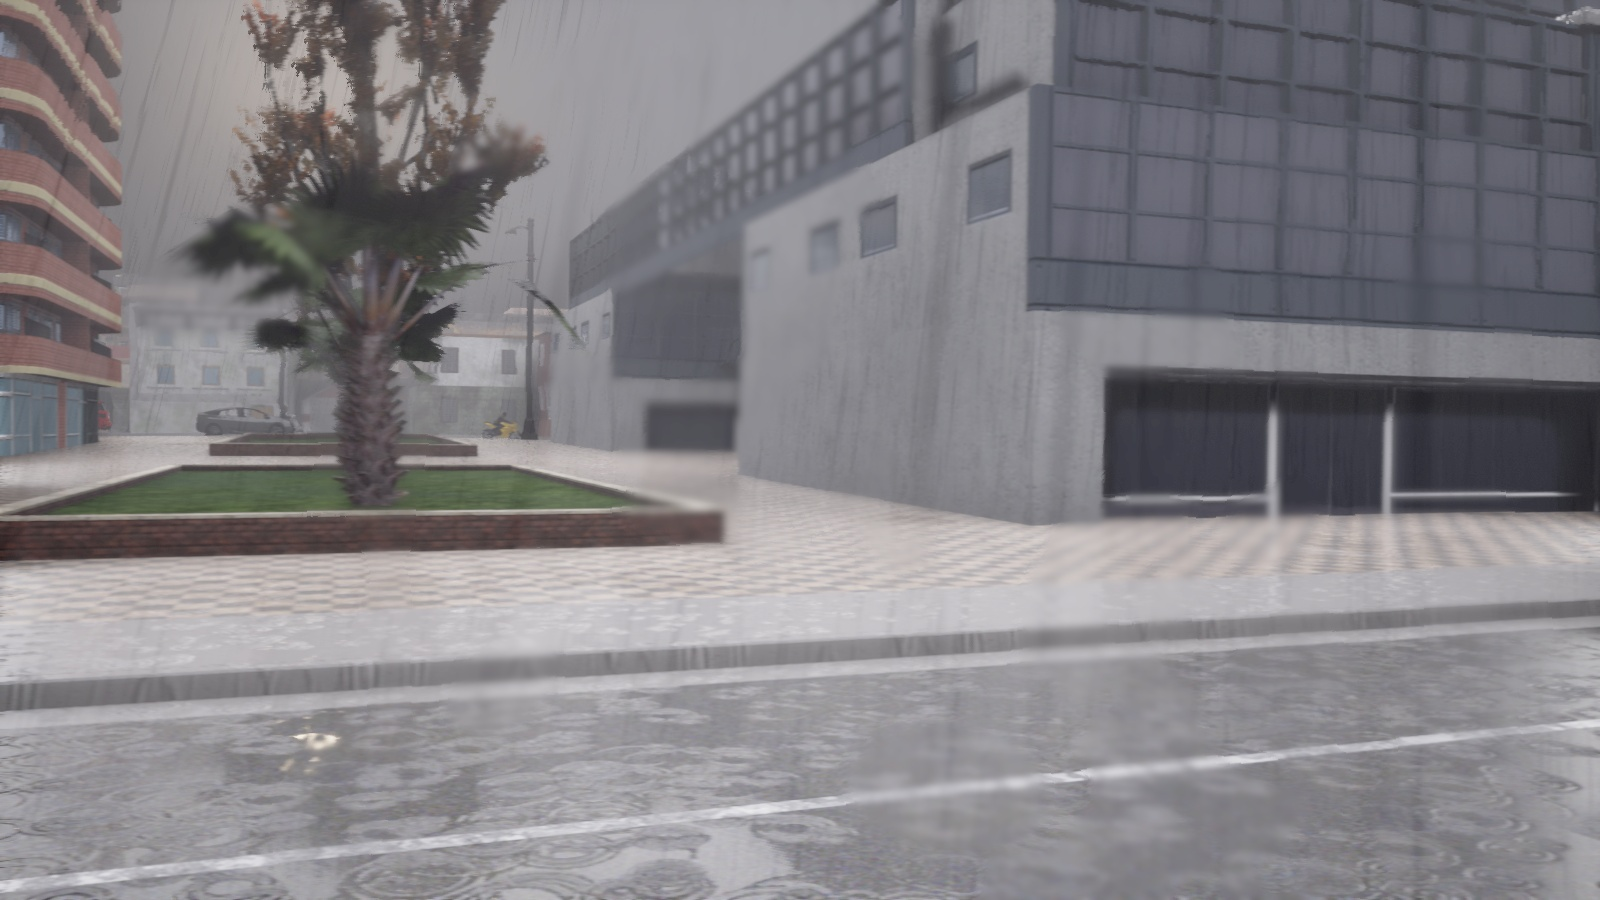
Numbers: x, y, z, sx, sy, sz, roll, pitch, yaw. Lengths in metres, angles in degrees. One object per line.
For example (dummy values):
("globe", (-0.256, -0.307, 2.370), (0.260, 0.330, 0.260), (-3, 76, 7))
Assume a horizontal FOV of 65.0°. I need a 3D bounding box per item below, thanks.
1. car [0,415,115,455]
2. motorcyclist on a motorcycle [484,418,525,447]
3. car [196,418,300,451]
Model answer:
("car", (-42.101, -0.856, 71.011), (5.566, 2.045, 2.150), (-2, 1, -21))
("motorcyclist on a motorcycle", (-15.547, -0.905, 66.031), (2.044, 1.523, 0.797), (0, 1, -21))
("car", (-27.048, -0.785, 61.711), (4.514, 1.525, 2.007), (-1, 1, -21))
